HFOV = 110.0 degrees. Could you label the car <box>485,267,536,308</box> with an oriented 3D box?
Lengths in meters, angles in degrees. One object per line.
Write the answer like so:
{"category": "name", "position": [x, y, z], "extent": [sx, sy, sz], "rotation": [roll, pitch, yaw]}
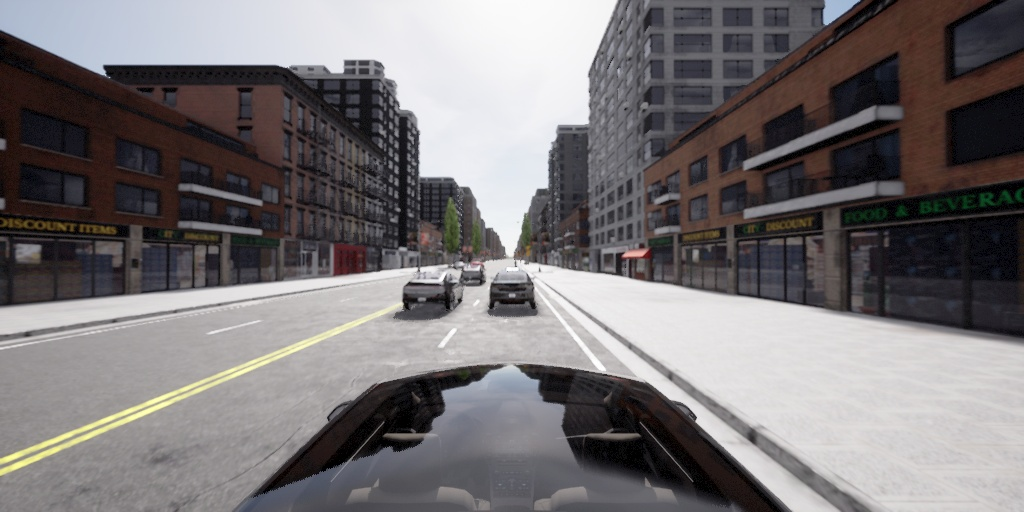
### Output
{"category": "car", "position": [0.032, 1.370, 16.114], "extent": [1.882, 1.535, 5.008], "rotation": [0, 0, 1]}

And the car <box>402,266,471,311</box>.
{"category": "car", "position": [-3.228, 1.378, 15.361], "extent": [2.128, 1.511, 4.902], "rotation": [0, 0, 0]}

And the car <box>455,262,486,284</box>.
{"category": "car", "position": [-3.226, 1.525, 30.360], "extent": [2.128, 1.511, 4.902], "rotation": [0, 0, 0]}

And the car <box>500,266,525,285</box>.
{"category": "car", "position": [0.026, 1.596, 30.338], "extent": [1.994, 1.385, 4.181], "rotation": [0, 0, 0]}
